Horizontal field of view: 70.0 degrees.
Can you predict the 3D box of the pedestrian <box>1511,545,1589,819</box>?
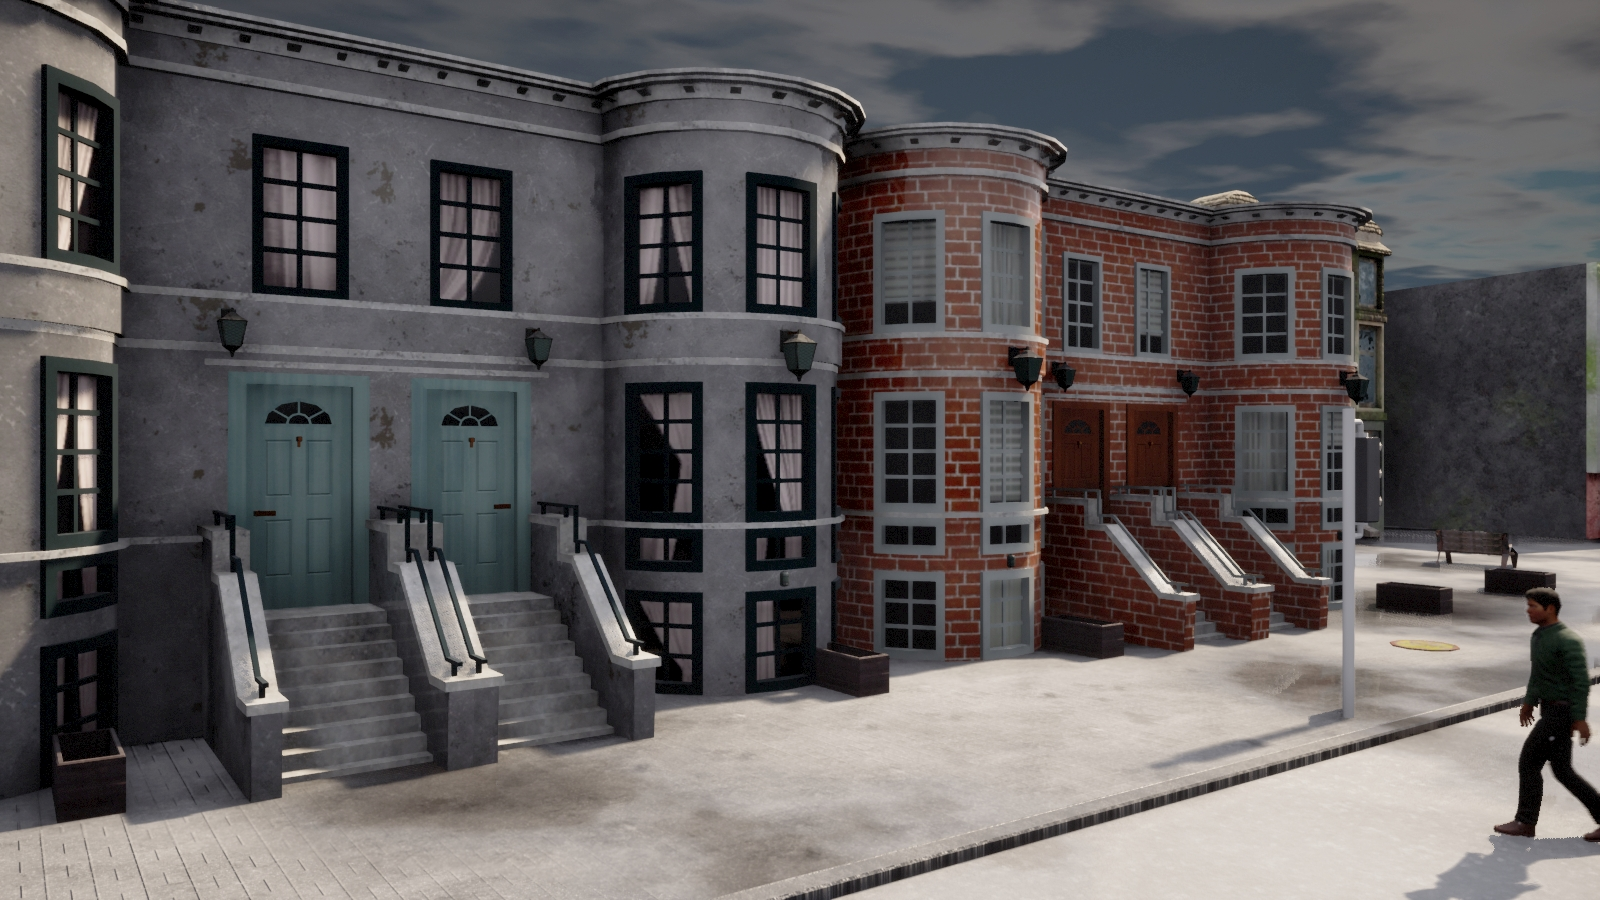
[{"bbox_3d":[5.355,1.629,8.168,0.375,1.860,0.375,0,0,17],"label":"pedestrian"}]
